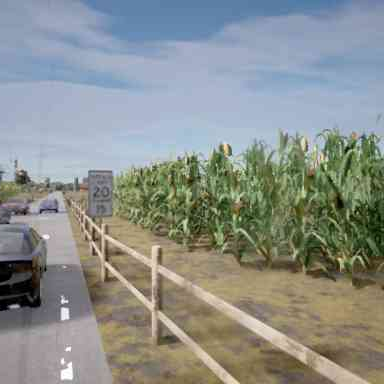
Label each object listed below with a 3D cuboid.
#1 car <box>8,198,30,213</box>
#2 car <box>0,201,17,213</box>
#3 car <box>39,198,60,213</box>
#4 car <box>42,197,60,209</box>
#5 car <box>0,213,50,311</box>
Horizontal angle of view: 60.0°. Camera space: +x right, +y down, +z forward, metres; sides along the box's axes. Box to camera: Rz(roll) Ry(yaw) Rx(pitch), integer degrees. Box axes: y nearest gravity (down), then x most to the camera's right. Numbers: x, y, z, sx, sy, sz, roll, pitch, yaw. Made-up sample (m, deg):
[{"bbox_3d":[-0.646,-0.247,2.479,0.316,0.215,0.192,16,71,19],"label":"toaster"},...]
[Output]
[{"bbox_3d":[-17.258,1.374,32.664,2.097,1.767,4.553,0,0,-21],"label":"car"},{"bbox_3d":[-12.758,1.562,21.108,2.033,1.411,5.357,0,0,-21],"label":"car"},{"bbox_3d":[-15.726,1.557,36.604,2.033,1.411,5.357,0,0,-21],"label":"car"},{"bbox_3d":[-19.380,1.506,45.769,2.128,1.511,4.902,0,0,-21],"label":"car"},{"bbox_3d":[-4.382,1.479,7.563,1.882,1.535,5.008,0,0,-21],"label":"car"}]
